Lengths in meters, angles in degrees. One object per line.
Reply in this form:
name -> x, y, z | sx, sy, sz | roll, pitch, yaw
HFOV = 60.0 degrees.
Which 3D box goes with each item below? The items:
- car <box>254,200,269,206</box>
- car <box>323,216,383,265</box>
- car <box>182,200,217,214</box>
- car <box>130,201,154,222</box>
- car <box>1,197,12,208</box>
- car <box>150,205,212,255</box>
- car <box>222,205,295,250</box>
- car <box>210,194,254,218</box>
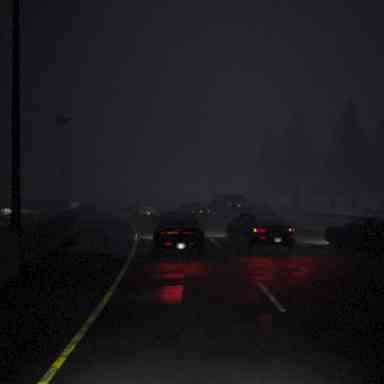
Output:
car -> 5.682, 1.462, 32.755 | 1.882, 1.535, 5.008 | 0, 0, -19
car -> 6.609, 1.542, 11.520 | 2.033, 1.411, 5.357 | 0, 0, -6
car -> -0.037, 1.534, 27.776 | 2.033, 1.411, 5.357 | 0, 0, -17
car -> -4.303, 1.511, 29.570 | 1.812, 1.442, 4.674 | 0, 0, -19
car -> -25.260, 1.469, 46.236 | 2.128, 1.511, 4.902 | 0, 0, -38
car -> -0.625, 1.500, 13.296 | 1.837, 1.490, 4.892 | 0, 0, -6
car -> 2.787, 1.518, 14.147 | 1.812, 1.442, 4.674 | 0, 0, -7
car -> 3.044, 1.209, 29.624 | 2.150, 2.045, 5.566 | 0, 0, -17
